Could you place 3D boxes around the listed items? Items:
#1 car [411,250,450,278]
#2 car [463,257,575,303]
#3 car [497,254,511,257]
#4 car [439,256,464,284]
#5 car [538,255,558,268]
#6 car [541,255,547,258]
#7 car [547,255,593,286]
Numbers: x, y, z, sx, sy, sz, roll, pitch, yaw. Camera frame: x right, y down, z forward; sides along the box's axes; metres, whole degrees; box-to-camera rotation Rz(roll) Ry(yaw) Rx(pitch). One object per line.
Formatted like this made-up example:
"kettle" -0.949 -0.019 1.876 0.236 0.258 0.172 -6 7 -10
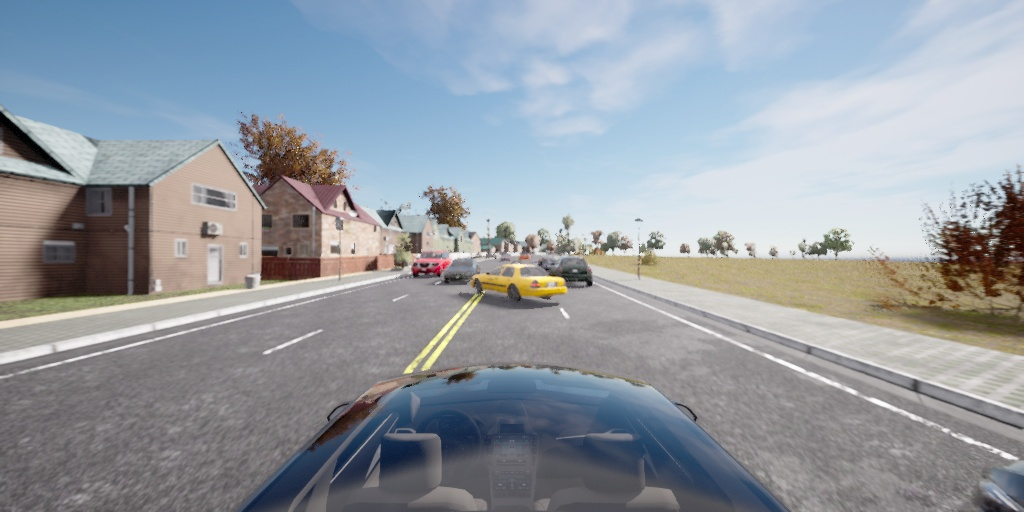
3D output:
"car" -6.161 0.560 28.248 2.150 2.045 5.566 0 1 2
"car" 0.046 0.993 15.363 1.801 1.575 5.366 0 1 -34
"car" -1.076 0.342 63.809 1.812 1.442 4.674 0 1 4
"car" -3.057 0.926 22.855 1.837 1.490 4.892 0 1 1
"car" 4.277 0.607 43.675 2.163 1.488 4.792 0 1 3
"car" 3.822 0.870 32.743 1.895 1.301 4.718 0 1 2
"car" 3.496 0.790 21.741 2.097 1.767 4.553 0 1 1
